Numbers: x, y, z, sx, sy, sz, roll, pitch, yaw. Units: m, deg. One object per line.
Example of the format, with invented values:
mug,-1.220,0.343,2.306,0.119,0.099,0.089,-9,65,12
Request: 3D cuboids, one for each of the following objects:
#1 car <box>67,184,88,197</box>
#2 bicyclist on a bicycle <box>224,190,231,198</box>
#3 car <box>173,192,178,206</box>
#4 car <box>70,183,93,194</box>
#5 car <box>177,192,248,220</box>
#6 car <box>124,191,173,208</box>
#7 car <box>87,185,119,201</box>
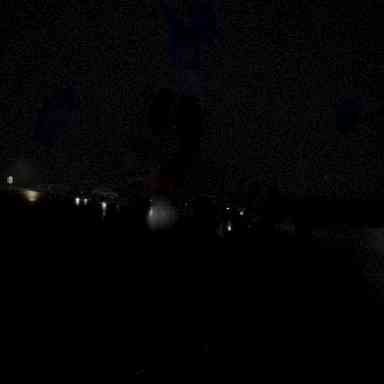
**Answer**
car,-15.877,-0.195,45.790,2.128,1.511,4.902,0,2,-34
bicyclist on a bicycle,3.045,0.649,29.529,1.656,1.620,0.582,0,2,-36
car,-1.036,0.648,29.983,1.994,1.385,4.181,0,2,-35
car,-17.798,-0.587,53.446,2.097,1.767,4.553,0,2,-36
car,1.479,0.888,21.431,2.128,1.511,4.902,0,2,-36
car,-4.192,0.582,29.361,2.033,1.411,5.357,0,2,-36
car,-9.867,0.207,37.300,1.812,1.442,4.674,0,2,-35
